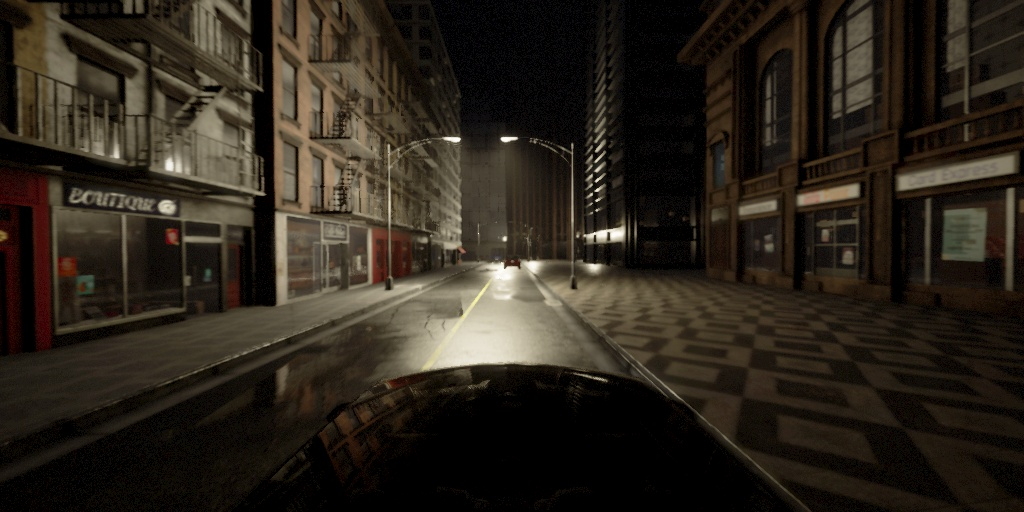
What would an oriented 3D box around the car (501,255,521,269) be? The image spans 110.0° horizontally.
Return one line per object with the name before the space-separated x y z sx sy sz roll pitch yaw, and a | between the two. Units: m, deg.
car | 0.025 0.689 45.534 2.097 1.767 4.553 0 0 0
